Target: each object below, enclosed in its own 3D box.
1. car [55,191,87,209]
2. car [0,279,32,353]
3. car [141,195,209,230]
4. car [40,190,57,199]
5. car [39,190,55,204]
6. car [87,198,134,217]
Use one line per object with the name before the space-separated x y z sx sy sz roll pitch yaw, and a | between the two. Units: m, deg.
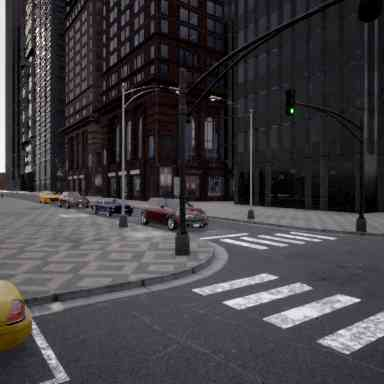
car | -12.203 0.723 34.288 2.097 1.767 4.553 0 1 -36
car | -4.403 1.525 3.508 4.829 1.417 1.752 0 0 -35
car | -1.066 1.072 18.833 2.097 1.767 4.553 0 1 -36
car | -24.731 0.466 57.116 1.812 1.442 4.674 0 1 -35
car | -18.276 0.668 42.773 1.882 1.535 5.008 0 1 -35
car | -6.333 1.153 26.138 1.895 1.301 4.718 0 1 -36
